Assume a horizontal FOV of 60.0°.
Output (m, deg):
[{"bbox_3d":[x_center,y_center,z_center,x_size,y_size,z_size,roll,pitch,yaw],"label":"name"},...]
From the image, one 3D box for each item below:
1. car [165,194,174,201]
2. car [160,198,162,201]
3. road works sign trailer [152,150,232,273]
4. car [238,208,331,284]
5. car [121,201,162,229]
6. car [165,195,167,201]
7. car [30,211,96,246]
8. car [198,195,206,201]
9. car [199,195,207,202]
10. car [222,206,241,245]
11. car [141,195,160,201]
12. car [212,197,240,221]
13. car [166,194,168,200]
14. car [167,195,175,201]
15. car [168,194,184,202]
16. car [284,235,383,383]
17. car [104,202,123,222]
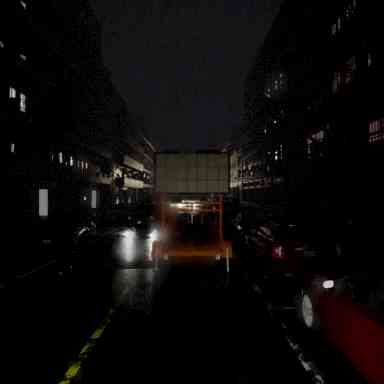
[{"bbox_3d":[-5.663,1.415,82.838,1.967,1.590,4.097,0,0,0],"label":"car"},{"bbox_3d":[-5.673,1.305,49.020,2.192,1.841,5.009,0,0,0],"label":"car"},{"bbox_3d":[0.003,0.464,10.692,2.380,3.560,2.880,0,0,0],"label":"road works sign trailer"},{"bbox_3d":[2.694,1.440,9.559,1.967,1.590,4.097,0,0,0],"label":"car"},{"bbox_3d":[-3.093,1.524,21.878,1.812,1.442,4.674,0,0,0],"label":"car"},{"bbox_3d":[-5.673,1.570,54.657,1.802,1.307,4.206,0,0,0],"label":"car"},{"bbox_3d":[-5.685,1.565,15.200,1.947,1.339,4.313,0,0,0],"label":"car"},{"bbox_3d":[2.719,1.517,88.468,1.887,1.381,4.507,0,0,0],"label":"car"},{"bbox_3d":[2.715,1.503,77.365,1.752,1.417,4.829,0,0,0],"label":"car"},{"bbox_3d":[2.696,1.550,15.195,2.008,1.369,4.403,0,0,0],"label":"car"},{"bbox_3d":[-5.676,1.432,43.384,1.967,1.590,4.097,0,0,0],"label":"car"},{"bbox_3d":[2.701,1.312,26.468,2.192,1.841,5.009,0,0,0],"label":"car"},{"bbox_3d":[-5.664,1.293,77.202,2.192,1.841,5.009,0,0,0],"label":"car"},{"bbox_3d":[-5.662,1.516,88.475,1.887,1.381,4.507,0,0,0],"label":"car"},{"bbox_3d":[-3.034,1.510,62.999,1.812,1.442,4.674,0,0,1],"label":"car"},{"bbox_3d":[2.693,1.545,3.922,1.887,1.381,4.507,0,0,0],"label":"car"},{"bbox_3d":[-5.681,1.523,26.304,1.752,1.417,4.829,0,0,0],"label":"car"}]
